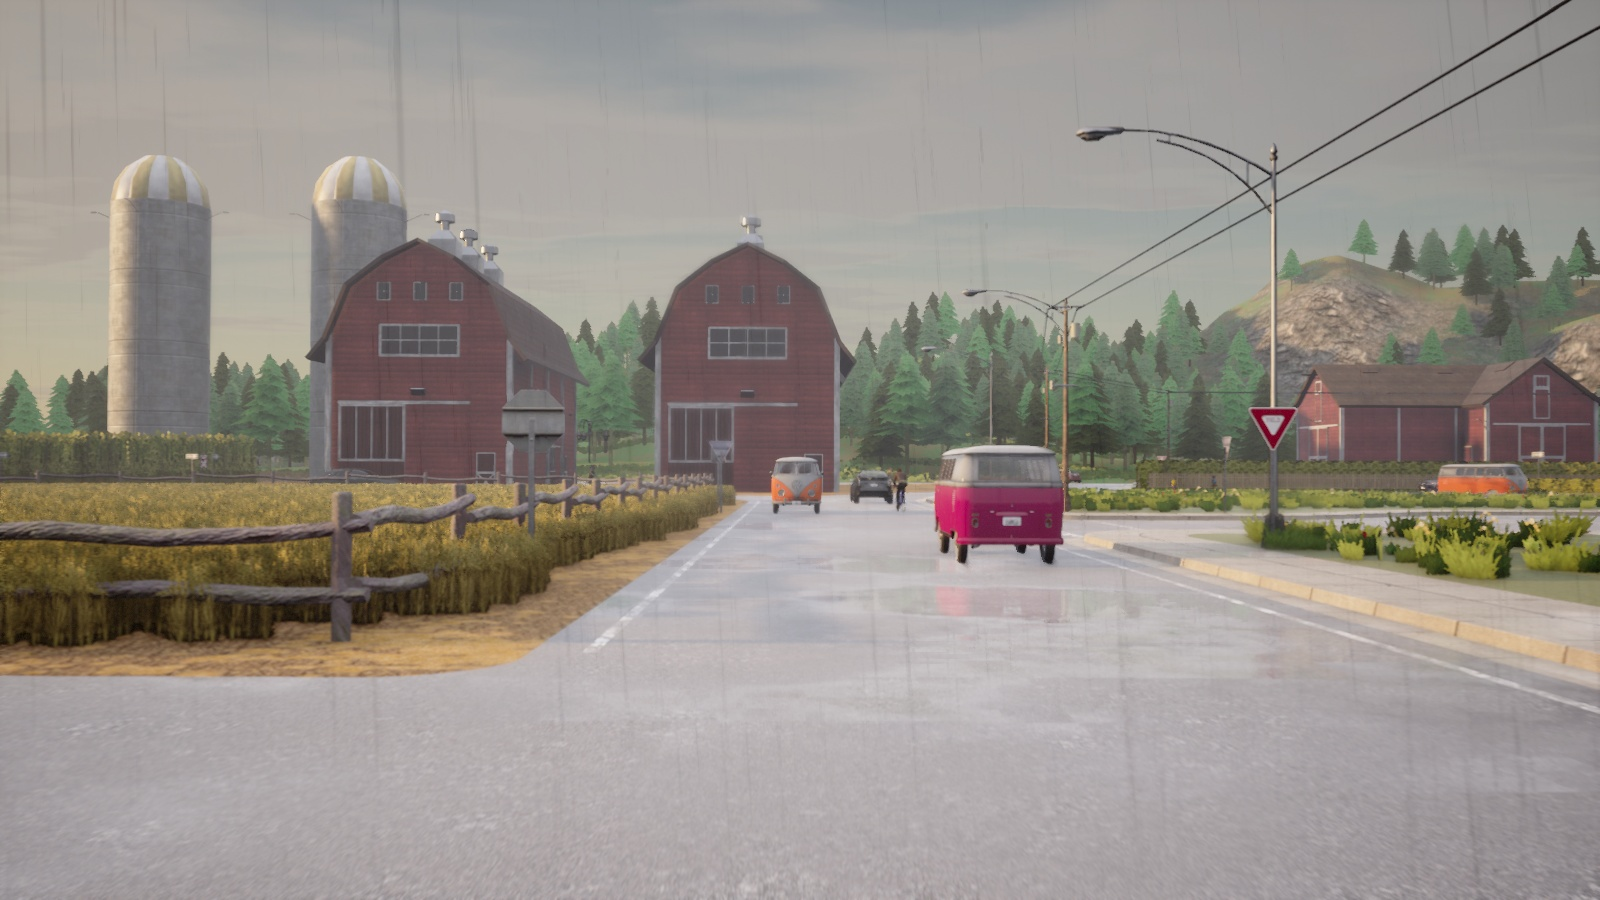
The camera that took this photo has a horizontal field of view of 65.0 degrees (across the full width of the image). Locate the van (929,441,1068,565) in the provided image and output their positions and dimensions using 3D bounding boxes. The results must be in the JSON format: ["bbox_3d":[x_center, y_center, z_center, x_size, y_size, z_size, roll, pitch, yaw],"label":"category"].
[{"bbox_3d":[3.441,0.894,22.516,1.775,1.987,4.442,0,-1,0],"label":"van"}]

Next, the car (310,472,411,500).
[{"bbox_3d":[-23.930,1.955,68.449,4.892,1.490,1.837,0,-1,-3],"label":"car"}]

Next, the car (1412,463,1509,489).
[{"bbox_3d":[42.321,1.649,80.550,5.027,1.651,2.152,0,-1,0],"label":"car"}]

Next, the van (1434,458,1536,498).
[{"bbox_3d":[35.516,1.417,65.236,1.775,1.987,4.442,0,-1,-24],"label":"van"}]

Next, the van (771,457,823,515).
[{"bbox_3d":[-0.109,1.253,45.173,1.775,1.987,4.442,0,-1,0],"label":"van"}]

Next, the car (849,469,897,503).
[{"bbox_3d":[3.364,1.643,58.890,2.007,1.525,4.514,0,-1,0],"label":"car"}]
